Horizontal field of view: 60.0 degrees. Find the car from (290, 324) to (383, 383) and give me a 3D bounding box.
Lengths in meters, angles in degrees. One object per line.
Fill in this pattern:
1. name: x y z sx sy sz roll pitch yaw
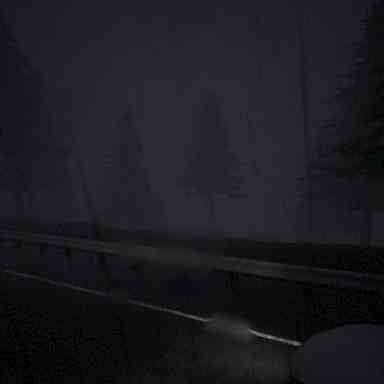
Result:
1. car: 2.909 1.519 1.851 4.674 1.442 1.812 0 0 36
